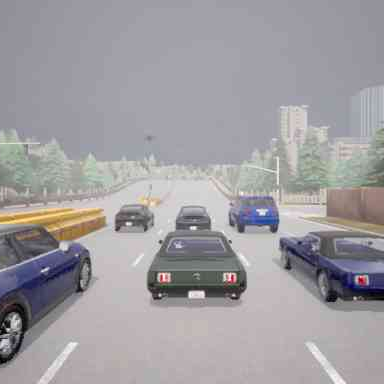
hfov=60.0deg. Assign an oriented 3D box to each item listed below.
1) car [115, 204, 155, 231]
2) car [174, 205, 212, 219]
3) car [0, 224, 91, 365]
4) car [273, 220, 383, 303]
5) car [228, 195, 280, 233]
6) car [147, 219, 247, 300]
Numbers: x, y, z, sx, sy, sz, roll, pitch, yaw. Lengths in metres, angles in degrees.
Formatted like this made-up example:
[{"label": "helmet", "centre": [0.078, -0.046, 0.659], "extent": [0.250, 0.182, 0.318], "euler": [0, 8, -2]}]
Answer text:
[{"label": "car", "centre": [-3.440, 1.503, 20.508], "extent": [1.837, 1.490, 4.892], "euler": [0, -1, 0]}, {"label": "car", "centre": [0.065, 1.505, 18.585], "extent": [1.837, 1.490, 4.892], "euler": [0, 0, 0]}, {"label": "car", "centre": [-3.410, 1.351, 5.989], "extent": [2.097, 1.767, 4.553], "euler": [0, 0, 0]}, {"label": "car", "centre": [3.584, 1.600, 8.146], "extent": [1.895, 1.301, 4.718], "euler": [0, 0, 0]}, {"label": "car", "centre": [3.583, 1.221, 20.060], "extent": [2.150, 2.045, 5.566], "euler": [0, 0, -2]}, {"label": "car", "centre": [0.085, 1.601, 8.348], "extent": [1.895, 1.301, 4.718], "euler": [0, 0, 0]}]
